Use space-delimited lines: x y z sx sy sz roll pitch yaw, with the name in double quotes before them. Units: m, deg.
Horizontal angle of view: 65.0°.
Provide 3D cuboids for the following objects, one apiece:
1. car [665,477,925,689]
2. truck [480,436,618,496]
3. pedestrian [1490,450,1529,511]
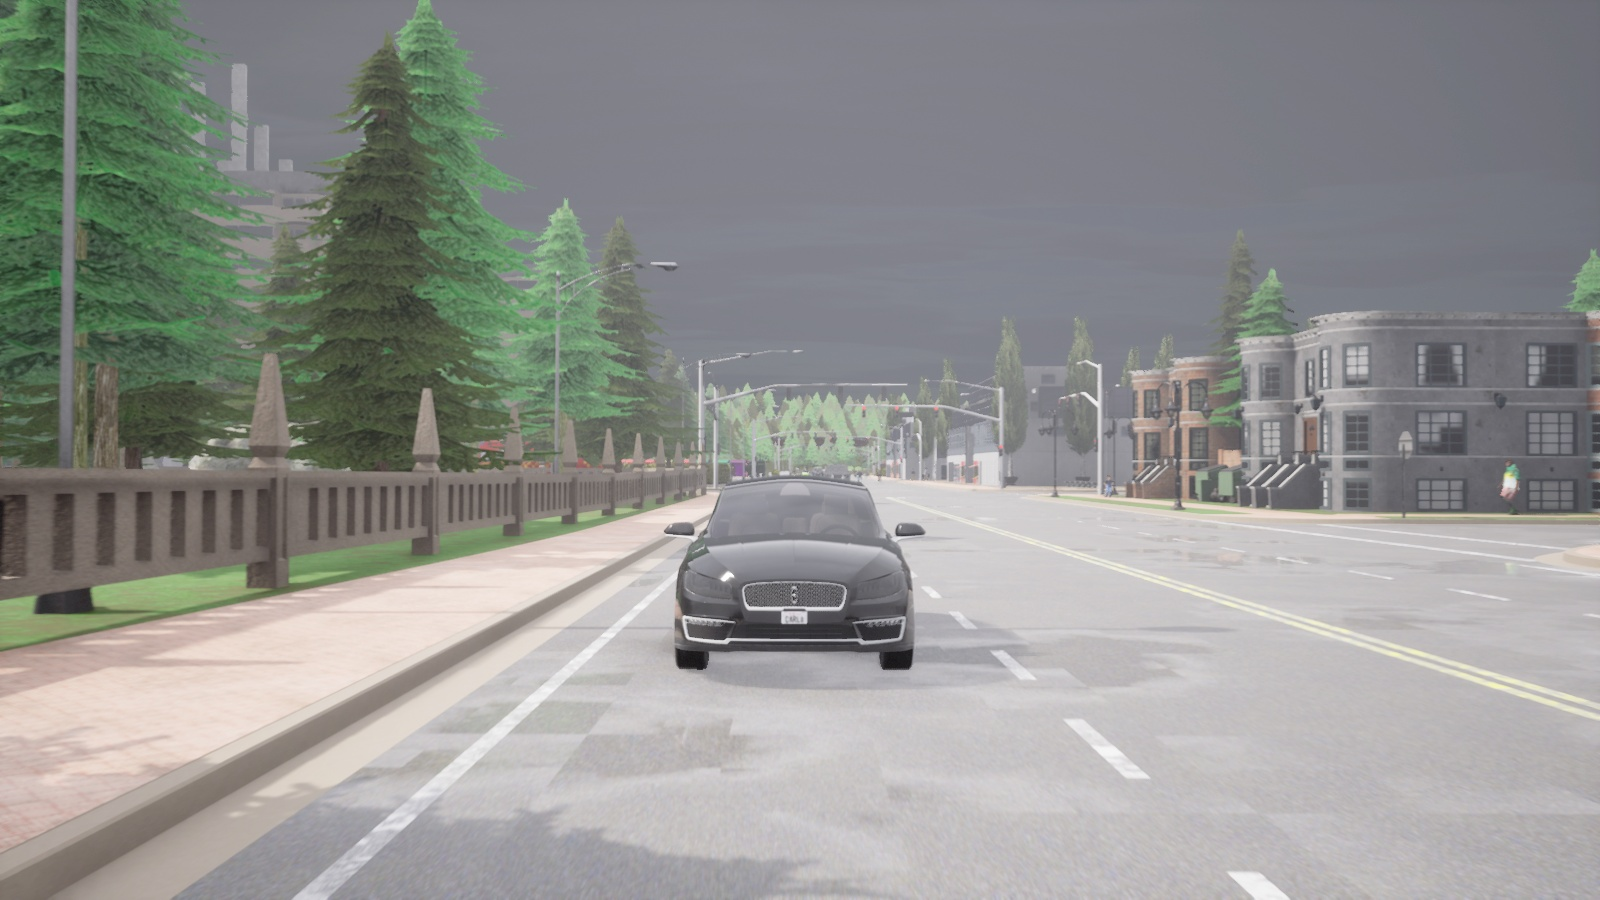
"car" -0.041 1.003 11.333 1.837 1.490 4.892 0 -1 0
"truck" -16.425 1.042 82.513 8.468 3.827 2.891 0 -1 0
"pedestrian" 22.916 0.998 40.560 0.873 1.952 0.659 0 -1 7
